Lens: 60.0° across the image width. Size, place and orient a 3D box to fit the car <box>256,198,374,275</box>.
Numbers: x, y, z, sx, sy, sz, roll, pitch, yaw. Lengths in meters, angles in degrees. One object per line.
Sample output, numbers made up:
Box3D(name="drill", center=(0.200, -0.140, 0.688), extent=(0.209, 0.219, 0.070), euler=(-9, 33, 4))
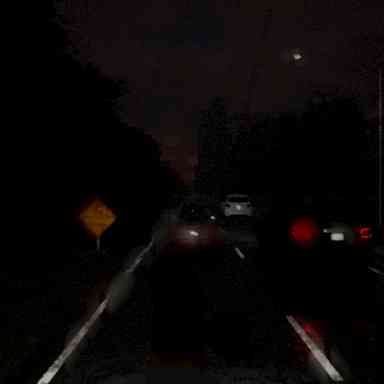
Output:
Box3D(name="car", center=(3.540, 1.211, 10.662), extent=(2.150, 2.045, 5.566), euler=(0, -1, 1))

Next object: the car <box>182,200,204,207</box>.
Box3D(name="car", center=(0.067, 1.468, 30.686), extent=(1.882, 1.535, 5.008), euler=(0, 0, 0))

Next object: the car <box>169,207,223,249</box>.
Box3D(name="car", center=(0.069, 1.559, 14.562), extent=(1.994, 1.385, 4.181), euler=(0, 0, 0))

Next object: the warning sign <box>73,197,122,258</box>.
Box3D(name="warning sign", center=(-3.053, 1.112, 10.868), extent=(1.300, 1.860, 1.060), euler=(0, 0, 0))

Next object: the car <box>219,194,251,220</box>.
Box3D(name="car", center=(3.555, 1.215, 27.872), extent=(2.150, 2.045, 5.566), euler=(0, 0, 0))
